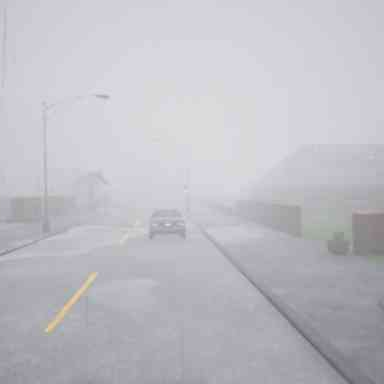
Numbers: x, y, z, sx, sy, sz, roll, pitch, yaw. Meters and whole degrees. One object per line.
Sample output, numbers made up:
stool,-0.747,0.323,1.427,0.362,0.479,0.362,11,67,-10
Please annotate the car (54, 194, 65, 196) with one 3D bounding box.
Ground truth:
car,-25.084,1.392,61.476,1.905,1.878,3.866,-1,0,30

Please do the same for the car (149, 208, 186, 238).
car,-1.341,1.560,17.796,2.033,1.411,5.357,-1,0,-5
